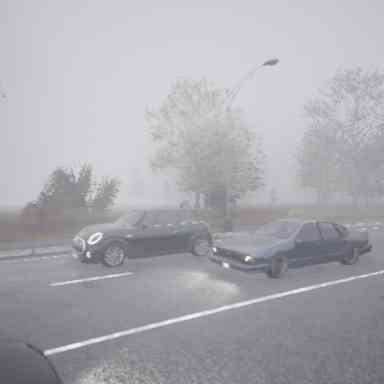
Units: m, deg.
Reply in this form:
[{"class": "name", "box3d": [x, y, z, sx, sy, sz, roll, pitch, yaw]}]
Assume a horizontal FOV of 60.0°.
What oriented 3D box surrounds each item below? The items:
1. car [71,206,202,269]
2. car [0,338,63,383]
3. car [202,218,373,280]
[{"class": "car", "box3d": [-1.574, 1.310, 11.122, 4.553, 1.767, 2.097, 0, 0, -32]}, {"class": "car", "box3d": [-2.736, 1.554, 1.634, 4.181, 1.385, 1.994, 0, 0, -36]}, {"class": "car", "box3d": [3.169, 1.516, 10.021, 5.357, 1.411, 2.033, 0, 0, -31]}]
